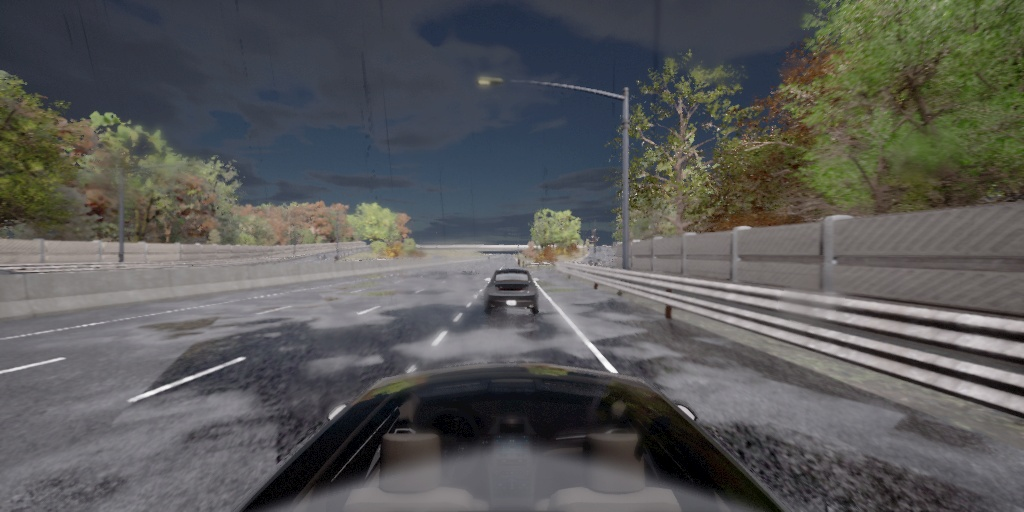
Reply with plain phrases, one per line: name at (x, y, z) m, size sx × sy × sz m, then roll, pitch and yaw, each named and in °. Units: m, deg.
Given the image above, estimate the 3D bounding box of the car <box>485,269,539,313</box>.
car at (-0.005, 1.253, 13.921) m, size 1.837 × 1.490 × 4.892 m, roll 0°, pitch 0°, yaw 0°

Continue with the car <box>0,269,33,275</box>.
car at (-24.593, 1.224, 15.847) m, size 1.882 × 1.535 × 5.008 m, roll 0°, pitch 0°, yaw 0°
